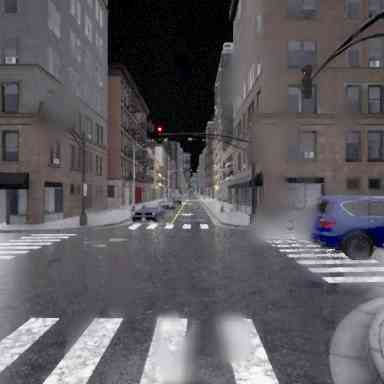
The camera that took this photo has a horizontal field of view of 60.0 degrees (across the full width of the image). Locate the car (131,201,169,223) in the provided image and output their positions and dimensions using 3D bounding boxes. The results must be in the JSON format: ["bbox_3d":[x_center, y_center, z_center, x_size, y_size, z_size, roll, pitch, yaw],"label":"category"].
[{"bbox_3d":[-3.244,1.594,25.531,1.895,1.301,4.718,0,0,4],"label":"car"}]

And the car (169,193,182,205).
[{"bbox_3d":[-2.954,1.163,57.185,2.150,2.045,5.566,0,0,1],"label":"car"}]

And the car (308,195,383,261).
[{"bbox_3d":[6.862,1.140,11.288,5.566,2.045,2.150,-1,1,6],"label":"car"}]

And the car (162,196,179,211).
[{"bbox_3d":[-3.026,1.539,40.774,1.994,1.385,4.181,0,0,0],"label":"car"}]

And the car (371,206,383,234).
[{"bbox_3d":[12.169,1.440,17.439,4.507,1.381,1.887,-1,0,1],"label":"car"}]
